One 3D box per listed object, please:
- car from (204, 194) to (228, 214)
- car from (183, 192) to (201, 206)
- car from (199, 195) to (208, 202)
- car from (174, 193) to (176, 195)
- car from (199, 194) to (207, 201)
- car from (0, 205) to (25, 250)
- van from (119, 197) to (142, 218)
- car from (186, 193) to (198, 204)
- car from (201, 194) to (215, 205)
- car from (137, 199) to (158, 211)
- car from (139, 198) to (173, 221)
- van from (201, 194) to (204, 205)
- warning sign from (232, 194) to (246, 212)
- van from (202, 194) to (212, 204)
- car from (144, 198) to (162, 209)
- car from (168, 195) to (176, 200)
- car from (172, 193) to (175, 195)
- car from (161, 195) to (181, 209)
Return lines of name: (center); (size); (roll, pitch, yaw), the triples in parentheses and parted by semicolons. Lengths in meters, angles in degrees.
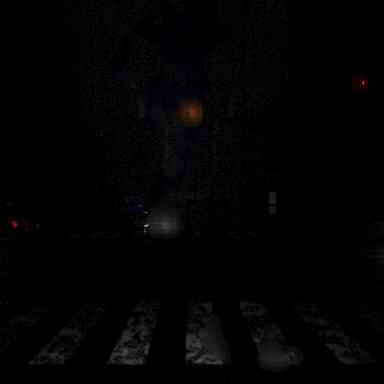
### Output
car: (2.721, 1.300, 35.388); (2.192, 1.841, 5.009); (0, 0, 0)
car: (0.080, 1.327, 55.296); (2.097, 1.767, 4.553); (0, 0, 0)
car: (2.703, 1.487, 78.808); (1.752, 1.417, 4.829); (0, 0, 0)
car: (-5.357, 1.277, 78.641); (2.192, 1.841, 5.009); (0, 0, 0)
car: (2.701, 1.399, 84.044); (1.967, 1.590, 4.097); (0, 0, 0)
car: (-9.282, 1.376, 13.323); (4.553, 1.767, 2.097); (0, 0, -22)
van: (-5.394, 1.328, 29.984); (1.690, 1.788, 3.998); (0, 0, 0)
car: (0.032, 1.191, 65.222); (2.150, 2.045, 5.566); (0, 0, 0)
car: (2.712, 1.289, 57.013); (2.192, 1.841, 5.009); (0, 0, 0)
car: (-5.386, 1.548, 40.797); (1.947, 1.339, 4.313); (0, 0, 0)
car: (-2.839, 1.494, 27.303); (1.837, 1.490, 4.892); (0, 0, 0)
van: (2.714, 1.318, 51.606); (1.690, 1.788, 3.998); (0, 0, 0)
warning sign: (4.959, 1.100, 34.930); (1.300, 1.860, 1.060); (0, 0, 0)
van: (2.710, 1.312, 62.419); (1.690, 1.788, 3.998); (0, 0, 0)
car: (-5.382, 1.524, 46.203); (1.887, 1.381, 4.507); (0, 0, 0)
car: (-5.348, 1.539, 89.453); (1.802, 1.307, 4.206); (0, 0, 0)
car: (-5.361, 1.531, 73.234); (1.947, 1.339, 4.313); (0, 0, 0)
car: (-2.819, 1.483, 44.430); (1.837, 1.490, 4.892); (0, 1, 0)
